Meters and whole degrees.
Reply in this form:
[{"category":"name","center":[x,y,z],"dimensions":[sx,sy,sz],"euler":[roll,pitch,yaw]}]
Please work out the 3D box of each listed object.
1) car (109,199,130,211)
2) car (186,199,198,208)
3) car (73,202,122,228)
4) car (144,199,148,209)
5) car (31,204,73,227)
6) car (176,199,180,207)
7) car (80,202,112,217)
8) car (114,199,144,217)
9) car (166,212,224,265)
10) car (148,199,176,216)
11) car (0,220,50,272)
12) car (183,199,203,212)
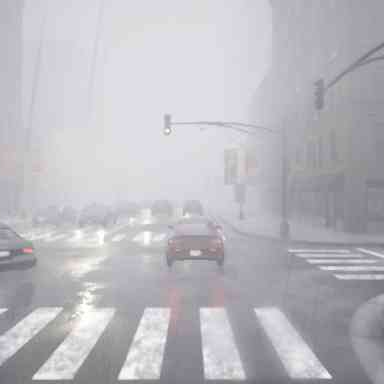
[{"category":"car","center":[-9.853,1.795,45.804],"dimensions":[1.837,1.490,4.892],"euler":[0,0,0]},{"category":"car","center":[-0.007,1.910,57.778],"dimensions":[2.033,1.411,5.357],"euler":[0,0,0]},{"category":"car","center":[-6.607,1.681,23.834],"dimensions":[1.812,1.442,4.674],"euler":[0,0,0]},{"category":"car","center":[-6.601,1.781,47.878],"dimensions":[1.882,1.535,5.008],"euler":[0,0,0]},{"category":"car","center":[-9.856,1.649,24.211],"dimensions":[2.128,1.511,4.902],"euler":[0,0,0]},{"category":"car","center":[-3.230,1.945,60.935],"dimensions":[1.994,1.385,4.181],"euler":[0,0,0]},{"category":"car","center":[-9.848,1.785,34.377],"dimensions":[1.994,1.385,4.181],"euler":[0,0,1]},{"category":"car","center":[-6.605,1.702,34.798],"dimensions":[1.882,1.535,5.008],"euler":[0,0,0]},{"category":"car","center":[0.094,1.631,11.894],"dimensions":[1.812,1.442,4.674],"euler":[0,-1,0]},{"category":"car","center":[-3.170,1.585,36.254],"dimensions":[2.097,1.767,4.553],"euler":[0,0,0]},{"category":"car","center":[-6.540,1.610,10.124],"dimensions":[5.357,1.411,2.033],"euler":[0,-1,44]},{"category":"car","center":[0.081,1.585,36.317],"dimensions":[2.097,1.767,4.553],"euler":[0,0,0]}]
